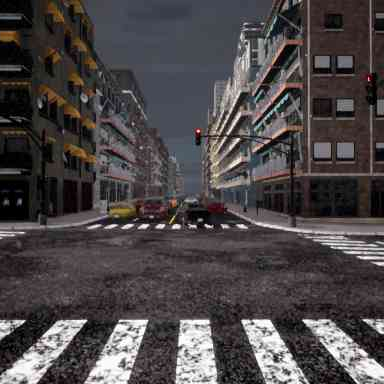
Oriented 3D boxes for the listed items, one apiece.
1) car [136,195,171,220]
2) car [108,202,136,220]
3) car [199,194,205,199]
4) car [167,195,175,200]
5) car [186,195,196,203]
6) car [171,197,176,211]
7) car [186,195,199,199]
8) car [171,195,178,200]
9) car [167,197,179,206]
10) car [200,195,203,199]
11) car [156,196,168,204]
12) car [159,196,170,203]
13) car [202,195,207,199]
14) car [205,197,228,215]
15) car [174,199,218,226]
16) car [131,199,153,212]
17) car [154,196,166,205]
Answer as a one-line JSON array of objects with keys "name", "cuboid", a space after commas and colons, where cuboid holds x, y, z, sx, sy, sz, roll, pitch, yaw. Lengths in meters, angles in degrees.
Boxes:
[{"name": "car", "cuboid": [-3.168, 1.359, 28.116, 2.097, 1.767, 4.553, 0, 0, -1]}, {"name": "car", "cuboid": [-5.776, 1.532, 27.862, 1.752, 1.417, 4.829, 1, 0, 0]}, {"name": "car", "cuboid": [2.726, 1.382, 81.883, 2.097, 1.767, 4.553, 0, 0, 0]}, {"name": "car", "cuboid": [-5.998, 1.589, 94.313, 2.008, 1.369, 4.403, 1, 0, 0]}, {"name": "car", "cuboid": [-0.233, 1.480, 69.828, 2.128, 1.511, 4.902, 0, 0, 0]}, {"name": "car", "cuboid": [-3.227, 1.558, 37.608, 2.033, 1.411, 5.357, 0, 0, 0]}, {"name": "car", "cuboid": [-0.199, 1.620, 59.851, 1.895, 1.301, 4.718, 0, 0, 0]}, {"name": "car", "cuboid": [-3.249, 1.366, 47.397, 2.097, 1.767, 4.553, 0, 0, 0]}, {"name": "car", "cuboid": [-3.253, 1.619, 57.256, 1.895, 1.301, 4.718, 0, 0, 0]}, {"name": "car", "cuboid": [2.530, 1.597, 50.140, 1.802, 1.307, 4.206, 1, 0, 0]}, {"name": "car", "cuboid": [-5.906, 1.573, 66.697, 2.008, 1.369, 4.403, 1, 0, 0]}, {"name": "car", "cuboid": [-5.925, 1.570, 72.220, 1.887, 1.381, 4.507, 1, 0, 0]}, {"name": "car", "cuboid": [2.568, 1.451, 39.093, 1.967, 1.590, 4.097, 1, 0, 0]}, {"name": "car", "cuboid": [2.586, 1.554, 33.570, 1.887, 1.381, 4.507, 1, 0, 0]}, {"name": "car", "cuboid": [0.130, 1.511, 23.261, 1.837, 1.490, 4.892, -3, 0, -9]}, {"name": "car", "cuboid": [-5.814, 1.555, 39.079, 1.887, 1.381, 4.507, 1, 0, 0]}, {"name": "car", "cuboid": [-5.887, 1.545, 61.003, 1.752, 1.417, 4.829, 1, 0, 0]}]
